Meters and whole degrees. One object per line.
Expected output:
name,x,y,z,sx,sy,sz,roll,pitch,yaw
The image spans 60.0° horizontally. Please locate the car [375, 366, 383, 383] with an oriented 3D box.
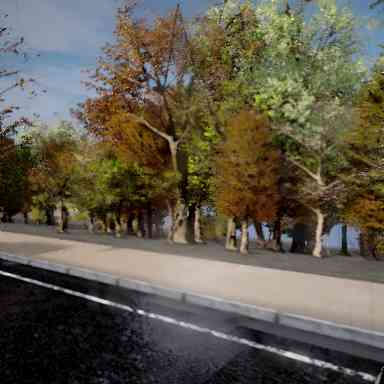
car,3.416,1.485,1.252,4.902,1.511,2.128,0,0,35
